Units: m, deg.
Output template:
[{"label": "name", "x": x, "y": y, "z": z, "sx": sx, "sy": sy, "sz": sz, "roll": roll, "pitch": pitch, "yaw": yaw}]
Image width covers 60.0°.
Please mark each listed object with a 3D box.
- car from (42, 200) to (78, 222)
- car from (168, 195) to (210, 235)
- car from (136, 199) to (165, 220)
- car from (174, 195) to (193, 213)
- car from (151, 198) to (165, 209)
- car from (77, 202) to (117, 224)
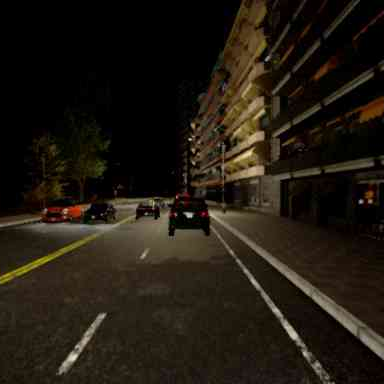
[{"label": "car", "x": -10.399, "y": 1.446, "z": 27.005, "sx": 2.097, "sy": 1.767, "sz": 4.553, "roll": 0, "pitch": 0, "yaw": -2}, {"label": "car", "x": -0.194, "y": 1.280, "z": 19.175, "sx": 2.150, "sy": 2.045, "sz": 5.566, "roll": 0, "pitch": 0, "yaw": -2}, {"label": "car", "x": -3.836, "y": 1.585, "z": 29.479, "sx": 2.128, "sy": 1.511, "sz": 4.902, "roll": 0, "pitch": 0, "yaw": -3}, {"label": "car", "x": -1.163, "y": 1.347, "z": 40.643, "sx": 2.150, "sy": 2.045, "sz": 5.566, "roll": 0, "pitch": 0, "yaw": -4}, {"label": "car", "x": -5.033, "y": 1.708, "z": 49.733, "sx": 2.033, "sy": 1.411, "sz": 5.357, "roll": 0, "pitch": 0, "yaw": -5}, {"label": "car", "x": -7.117, "y": 1.594, "z": 26.092, "sx": 1.837, "sy": 1.490, "sz": 4.892, "roll": 0, "pitch": -1, "yaw": -2}]
